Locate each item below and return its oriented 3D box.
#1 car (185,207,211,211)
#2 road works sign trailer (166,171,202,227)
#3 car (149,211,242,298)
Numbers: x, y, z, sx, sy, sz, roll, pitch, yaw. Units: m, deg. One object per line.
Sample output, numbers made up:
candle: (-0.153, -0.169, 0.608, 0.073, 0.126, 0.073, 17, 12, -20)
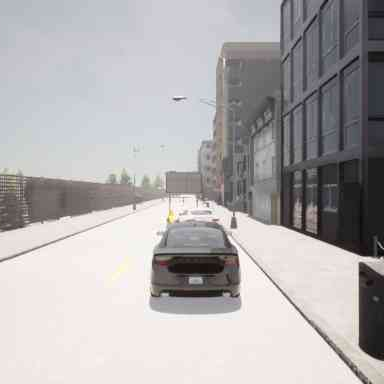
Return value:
car: (0.306, 1.542, 17.952, 1.812, 1.442, 4.674, 0, -1, -7)
road works sign trailer: (-0.570, 0.464, 21.455, 2.380, 3.560, 2.880, 0, 0, -16)
car: (0.067, 1.478, 8.596, 1.882, 1.535, 5.008, 0, 0, 0)
